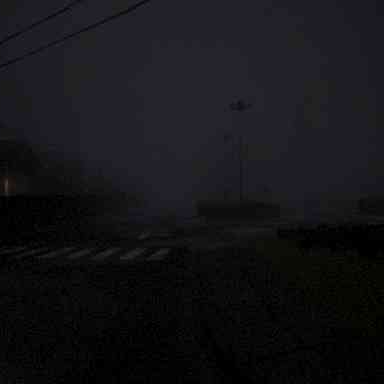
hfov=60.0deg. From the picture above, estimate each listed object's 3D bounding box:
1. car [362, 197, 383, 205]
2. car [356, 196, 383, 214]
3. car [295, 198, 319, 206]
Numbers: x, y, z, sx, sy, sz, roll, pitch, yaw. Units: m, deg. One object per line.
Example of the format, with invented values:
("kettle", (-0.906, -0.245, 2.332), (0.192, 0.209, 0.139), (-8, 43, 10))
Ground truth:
("car", (32.975, 1.587, 59.482), (4.193, 1.474, 1.816), (-1, 0, 0))
("car", (20.231, 1.375, 35.840), (4.605, 1.855, 1.932), (-1, 0, 0))
("car", (20.108, 1.737, 58.318), (3.905, 1.438, 1.784), (-1, 0, 0))
